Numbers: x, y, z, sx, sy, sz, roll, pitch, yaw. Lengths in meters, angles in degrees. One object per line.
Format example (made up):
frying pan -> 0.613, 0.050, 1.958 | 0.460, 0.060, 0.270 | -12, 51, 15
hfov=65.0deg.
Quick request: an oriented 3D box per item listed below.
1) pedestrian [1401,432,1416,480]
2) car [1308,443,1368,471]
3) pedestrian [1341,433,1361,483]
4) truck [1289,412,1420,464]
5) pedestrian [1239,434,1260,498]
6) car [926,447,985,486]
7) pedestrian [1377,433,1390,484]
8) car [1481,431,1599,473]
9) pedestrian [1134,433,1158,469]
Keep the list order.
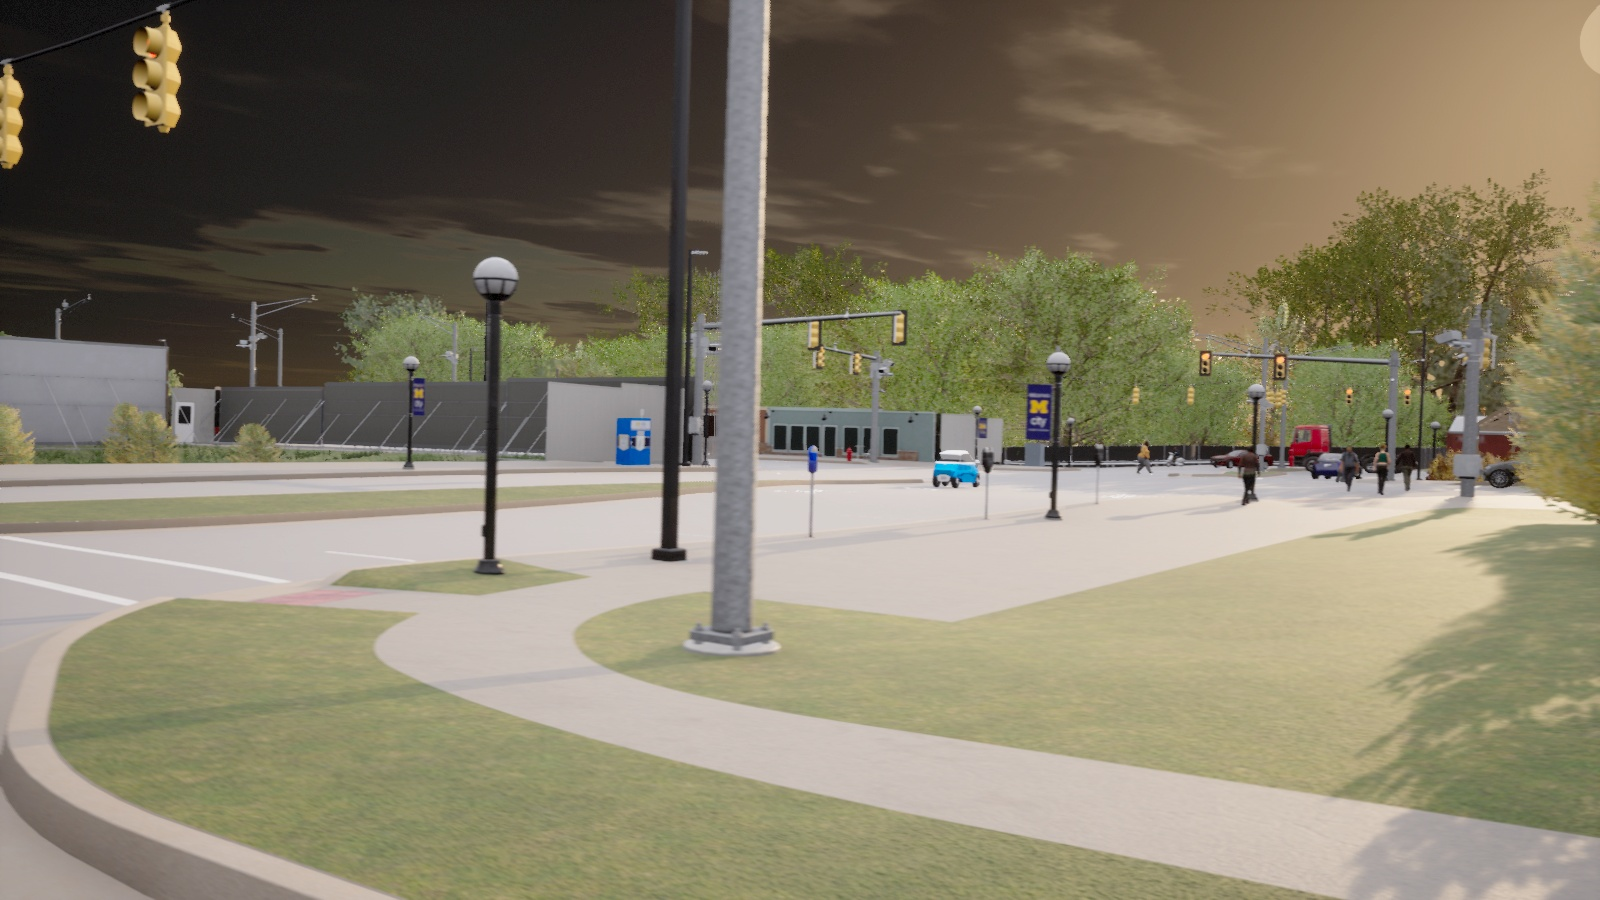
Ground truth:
pedestrian -> 23.587, 0.233, 48.651 | 0.431, 1.840, 0.703 | 1, 2, 22
car -> 30.083, 0.391, 70.186 | 2.163, 1.488, 4.792 | 0, -1, 35
pedestrian -> 20.631, 0.279, 47.029 | 0.540, 1.848, 0.694 | 2, 2, 31
truck -> 38.764, -0.798, 87.933 | 7.936, 3.462, 2.891 | -1, 0, 35
pedestrian -> 12.994, 0.453, 36.312 | 0.328, 1.805, 0.869 | 2, 2, 33
car -> 5.724, 0.581, 46.199 | 1.481, 1.376, 2.207 | 1, 1, 27
pedestrian -> 21.012, 0.303, 45.227 | 0.345, 1.836, 0.594 | 2, 2, 29
car -> 31.033, 0.076, 51.744 | 5.027, 1.651, 2.152 | 0, 1, 34
pedestrian -> 18.343, 0.040, 66.560 | 0.900, 1.855, 0.874 | 2, 2, 41
